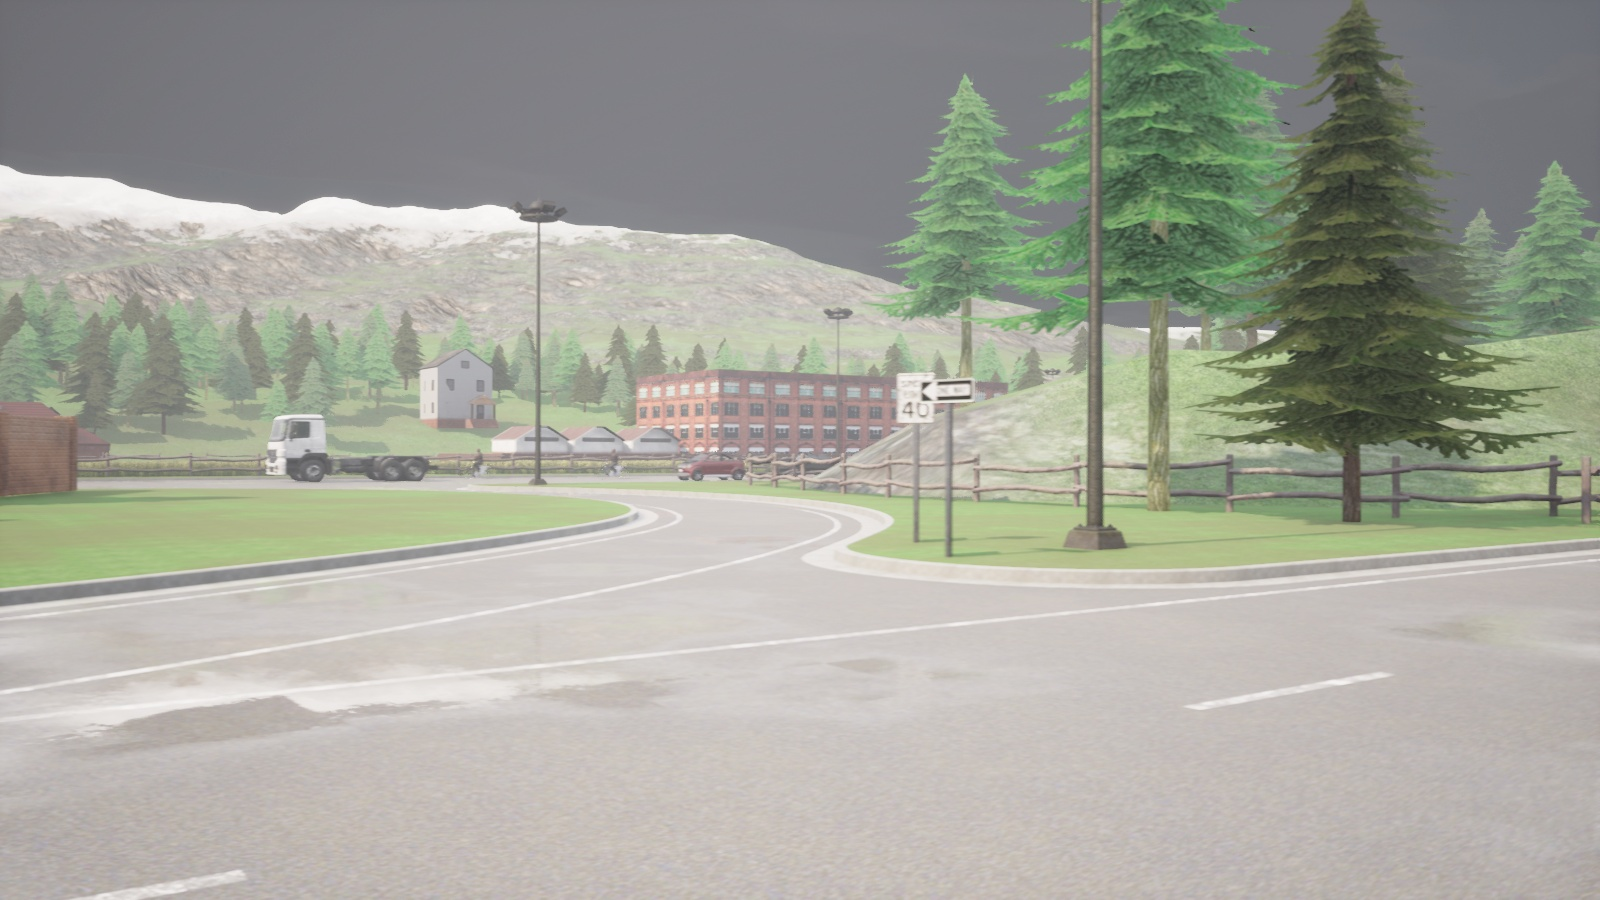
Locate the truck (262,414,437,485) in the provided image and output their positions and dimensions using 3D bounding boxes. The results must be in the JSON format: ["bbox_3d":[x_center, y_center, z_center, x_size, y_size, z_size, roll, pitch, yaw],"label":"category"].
[{"bbox_3d":[-22.902,-0.012,64.028,7.936,3.462,2.891,0,0,-35],"label":"truck"}]

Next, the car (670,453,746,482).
[{"bbox_3d":[-4.986,0.940,67.911,3.705,1.549,1.789,0,0,-35],"label":"car"}]

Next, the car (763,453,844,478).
[{"bbox_3d":[0.260,0.970,80.051,5.008,1.535,1.882,0,0,-35],"label":"car"}]
